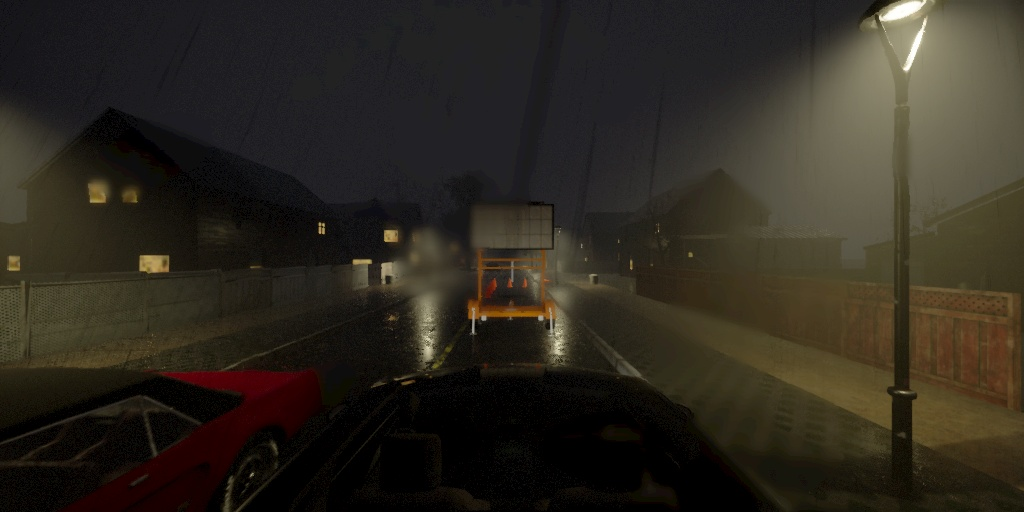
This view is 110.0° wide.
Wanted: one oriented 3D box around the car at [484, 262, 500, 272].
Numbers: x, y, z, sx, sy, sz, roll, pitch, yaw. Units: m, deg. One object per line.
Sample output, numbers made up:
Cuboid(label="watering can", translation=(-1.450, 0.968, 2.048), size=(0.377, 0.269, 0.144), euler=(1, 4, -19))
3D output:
Cuboid(label="car", translation=(-2.692, 1.484, 48.487), size=(1.994, 1.385, 4.181), euler=(0, 0, 0))

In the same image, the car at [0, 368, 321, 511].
Cuboid(label="car", translation=(-2.850, 1.351, 1.361), size=(1.895, 1.301, 4.718), euler=(0, 0, 0))

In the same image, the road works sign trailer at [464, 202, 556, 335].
Cuboid(label="road works sign trailer", translation=(0.012, 0.219, 10.535), size=(2.380, 3.560, 2.880), euler=(0, 0, 0))
